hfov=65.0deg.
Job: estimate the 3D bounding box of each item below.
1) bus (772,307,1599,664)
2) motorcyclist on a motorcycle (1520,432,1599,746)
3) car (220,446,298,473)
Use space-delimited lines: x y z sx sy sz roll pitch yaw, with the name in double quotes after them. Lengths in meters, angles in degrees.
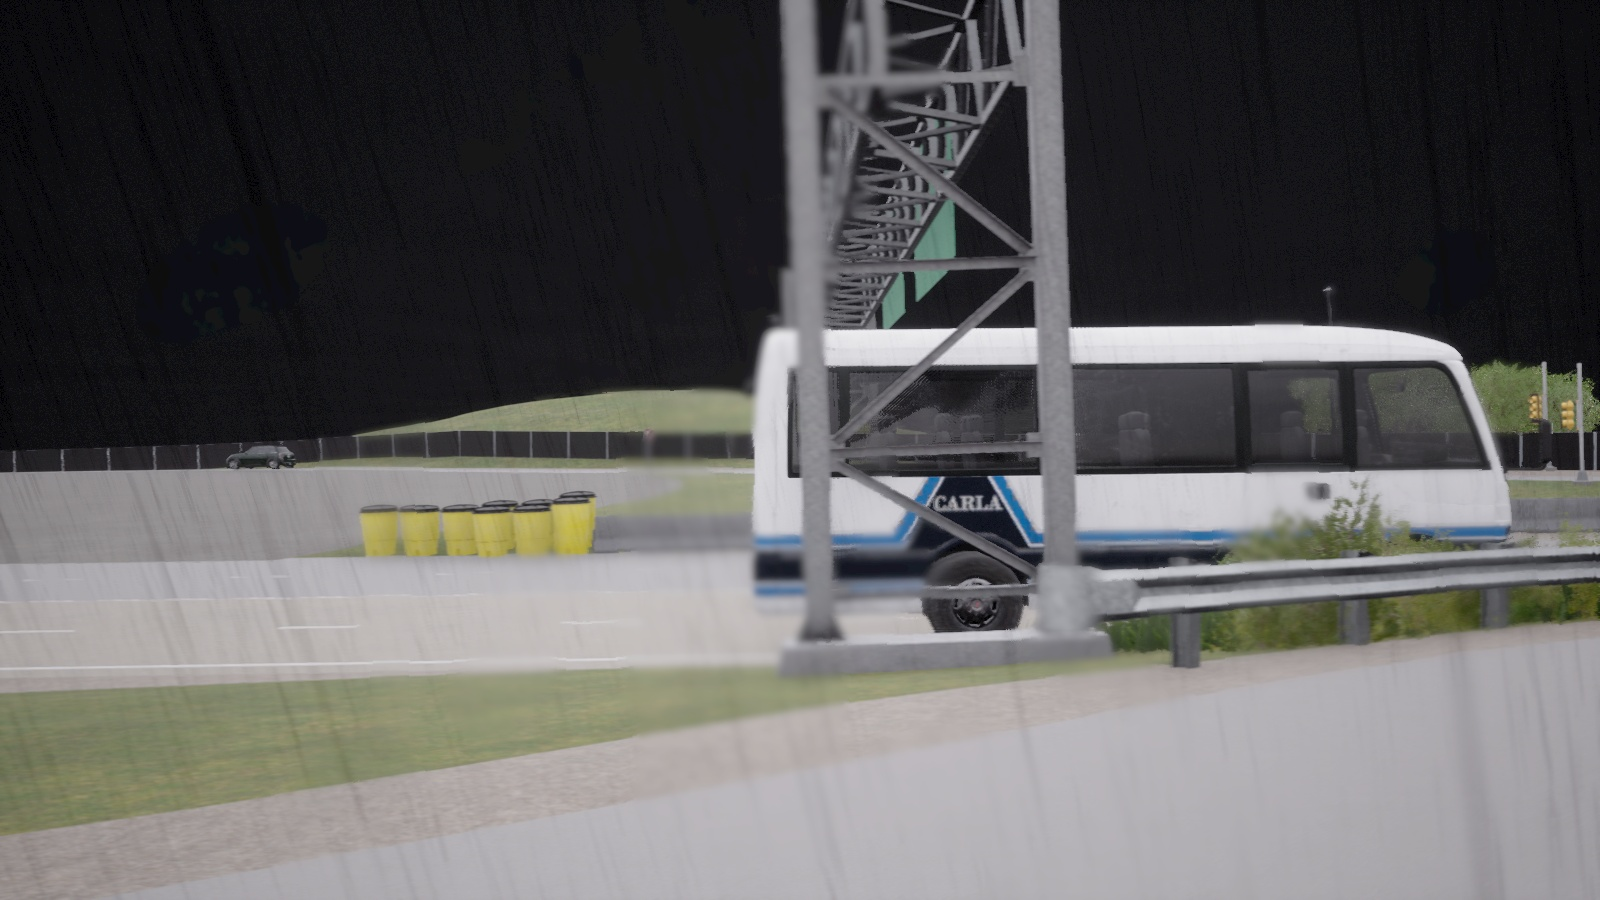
4.782 0.413 17.501 10.273 4.253 3.944 -1 1 -1 "bus"
4.852 0.700 6.791 1.817 1.590 0.866 0 0 -30 "motorcyclist on a motorcycle"
-37.901 0.648 87.984 4.553 1.767 2.097 -1 1 8 "car"
